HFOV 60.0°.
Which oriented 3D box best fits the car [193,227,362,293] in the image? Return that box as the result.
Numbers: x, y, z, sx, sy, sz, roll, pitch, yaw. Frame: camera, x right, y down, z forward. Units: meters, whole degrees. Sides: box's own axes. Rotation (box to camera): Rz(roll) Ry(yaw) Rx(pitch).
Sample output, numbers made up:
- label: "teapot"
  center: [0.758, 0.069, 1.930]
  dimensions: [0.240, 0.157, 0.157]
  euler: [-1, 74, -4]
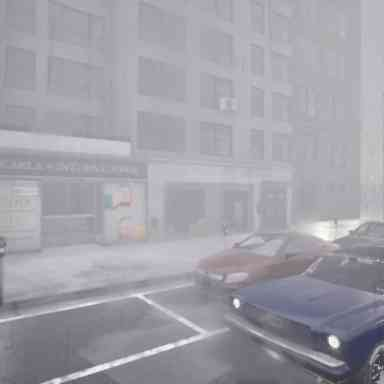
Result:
- label: "car"
  center: [1.996, 1.606, 7.933]
  dimensions: [4.206, 1.307, 1.802]
  euler: [0, 0, -35]

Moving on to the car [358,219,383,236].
- label: "car"
  center: [6.504, 1.612, 11.128]
  dimensions: [4.313, 1.339, 1.947]
  euler: [0, 0, -35]

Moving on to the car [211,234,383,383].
- label: "car"
  center: [2.773, 1.622, 5.213]
  dimensions: [4.718, 1.301, 1.895]
  euler: [0, 0, -35]
